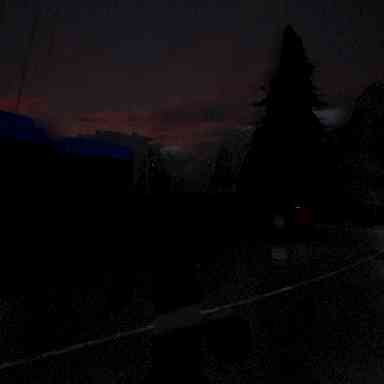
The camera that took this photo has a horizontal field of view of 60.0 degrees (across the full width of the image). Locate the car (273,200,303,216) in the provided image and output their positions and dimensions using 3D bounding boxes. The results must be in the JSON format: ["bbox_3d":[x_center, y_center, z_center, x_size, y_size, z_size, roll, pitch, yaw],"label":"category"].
[{"bbox_3d":[8.751,1.524,31.736,1.812,1.442,4.674,0,0,-36],"label":"car"}]

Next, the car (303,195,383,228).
[{"bbox_3d":[10.645,1.220,22.446,2.150,2.045,5.566,0,0,-30],"label":"car"}]
